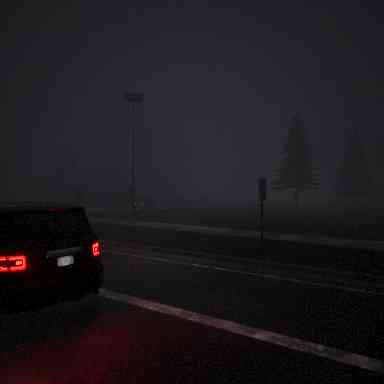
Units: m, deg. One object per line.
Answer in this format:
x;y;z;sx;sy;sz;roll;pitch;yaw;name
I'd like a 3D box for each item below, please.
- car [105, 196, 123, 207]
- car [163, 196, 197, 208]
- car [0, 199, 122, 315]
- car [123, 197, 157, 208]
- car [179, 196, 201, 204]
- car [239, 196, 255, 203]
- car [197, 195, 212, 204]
-11.425;1.352;47.069;2.097;1.767;4.553;0;0;35;car
-1.957;1.547;48.411;2.033;1.411;5.357;0;0;35;car
-4.269;1.221;6.995;5.566;2.045;2.150;0;0;35;car
-6.999;1.506;47.299;1.837;1.490;4.892;0;0;35;car
-0.310;1.525;62.946;1.812;1.442;4.674;0;0;35;car
11.135;1.508;67.020;1.837;1.490;4.892;0;0;35;car
1.734;1.352;59.775;2.097;1.767;4.553;0;0;35;car
